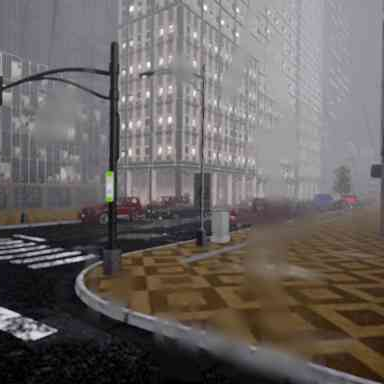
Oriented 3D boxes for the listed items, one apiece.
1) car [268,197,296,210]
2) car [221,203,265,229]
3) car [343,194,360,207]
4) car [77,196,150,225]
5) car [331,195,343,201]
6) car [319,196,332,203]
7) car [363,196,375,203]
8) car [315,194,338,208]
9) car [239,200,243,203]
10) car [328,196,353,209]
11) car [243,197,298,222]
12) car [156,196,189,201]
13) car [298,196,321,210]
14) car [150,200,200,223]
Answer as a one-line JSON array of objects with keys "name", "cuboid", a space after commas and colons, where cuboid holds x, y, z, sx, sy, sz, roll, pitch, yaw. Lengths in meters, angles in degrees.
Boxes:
[{"name": "car", "cuboid": [12.120, 1.494, 44.595, 1.882, 1.535, 5.008, 1, 0, 36]}, {"name": "car", "cuboid": [3.004, 1.657, 22.196, 1.802, 1.307, 4.206, 1, 1, 35]}, {"name": "car", "cuboid": [25.177, 1.355, 53.035, 2.150, 2.045, 5.566, 1, 1, 35]}, {"name": "car", "cuboid": [-5.716, 1.255, 23.954, 2.192, 1.841, 5.009, 1, 1, 35]}, {"name": "car", "cuboid": [35.936, 1.550, 82.618, 1.752, 1.417, 4.829, 1, 1, 35]}, {"name": "car", "cuboid": [29.626, 1.597, 73.700, 1.802, 1.307, 4.206, 1, 1, 35]}, {"name": "car", "cuboid": [39.263, 1.586, 73.677, 1.967, 1.590, 4.097, 1, 1, 35]}, {"name": "car", "cuboid": [20.419, 1.296, 51.471, 2.150, 2.045, 5.566, 1, 1, 35]}, {"name": "car", "cuboid": [7.444, 1.410, 42.450, 1.967, 1.590, 4.097, 1, 1, 35]}, {"name": "car", "cuboid": [21.147, 1.645, 47.273, 1.812, 1.442, 4.674, 1, 1, 35]}, {"name": "car", "cuboid": [6.494, 1.398, 27.124, 2.192, 1.841, 5.009, 1, 1, 35]}, {"name": "car", "cuboid": [-2.060, 1.263, 29.124, 2.192, 1.841, 5.009, 1, 1, 35]}, {"name": "car", "cuboid": [15.030, 1.628, 43.762, 1.994, 1.385, 4.181, 1, 1, 35]}, {"name": "car", "cuboid": [-1.032, 1.588, 26.092, 1.895, 1.301, 4.718, 1, 1, 35]}]
